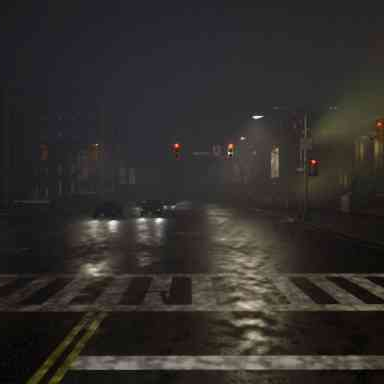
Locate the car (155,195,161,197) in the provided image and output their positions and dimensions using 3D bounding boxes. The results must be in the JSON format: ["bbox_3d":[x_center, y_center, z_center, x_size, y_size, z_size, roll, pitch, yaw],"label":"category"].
[{"bbox_3d":[-7.136,1.581,68.542,1.895,1.301,4.718,0,0,1],"label":"car"}]

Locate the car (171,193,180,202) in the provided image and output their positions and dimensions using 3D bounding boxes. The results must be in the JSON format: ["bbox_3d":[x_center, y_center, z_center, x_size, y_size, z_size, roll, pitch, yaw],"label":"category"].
[{"bbox_3d":[-3.637,1.205,69.181,2.150,2.045,5.566,0,0,0],"label":"car"}]

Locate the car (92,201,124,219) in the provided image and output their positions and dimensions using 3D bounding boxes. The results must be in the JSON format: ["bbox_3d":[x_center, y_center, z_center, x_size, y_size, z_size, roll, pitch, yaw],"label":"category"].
[{"bbox_3d":[-7.126,1.517,28.690,1.812,1.442,4.674,0,0,0],"label":"car"}]

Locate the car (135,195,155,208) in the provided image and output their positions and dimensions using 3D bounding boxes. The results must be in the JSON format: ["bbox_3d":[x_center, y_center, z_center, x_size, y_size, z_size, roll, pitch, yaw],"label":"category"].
[{"bbox_3d":[-7.151,1.533,49.427,2.033,1.411,5.357,0,0,0],"label":"car"}]

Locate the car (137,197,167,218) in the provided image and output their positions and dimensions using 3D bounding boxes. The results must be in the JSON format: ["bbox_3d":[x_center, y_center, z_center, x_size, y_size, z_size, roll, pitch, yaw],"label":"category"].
[{"bbox_3d":[-3.616,1.517,30.716,1.812,1.442,4.674,0,0,0],"label":"car"}]

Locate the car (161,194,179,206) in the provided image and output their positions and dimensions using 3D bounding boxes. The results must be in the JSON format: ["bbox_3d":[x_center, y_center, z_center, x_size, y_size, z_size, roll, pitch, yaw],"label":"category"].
[{"bbox_3d":[-3.645,1.548,55.002,1.994,1.385,4.181,0,0,0],"label":"car"}]

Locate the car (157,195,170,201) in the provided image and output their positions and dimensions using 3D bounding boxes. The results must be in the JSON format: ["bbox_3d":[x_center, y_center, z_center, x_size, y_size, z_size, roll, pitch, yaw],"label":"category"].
[{"bbox_3d":[-7.198,1.500,84.076,1.812,1.442,4.674,0,0,-25],"label":"car"}]

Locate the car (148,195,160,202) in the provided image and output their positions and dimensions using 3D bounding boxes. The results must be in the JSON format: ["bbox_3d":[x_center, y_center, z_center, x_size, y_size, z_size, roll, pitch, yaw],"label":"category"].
[{"bbox_3d":[-9.181,1.477,79.737,1.837,1.490,4.892,0,0,-18],"label":"car"}]
